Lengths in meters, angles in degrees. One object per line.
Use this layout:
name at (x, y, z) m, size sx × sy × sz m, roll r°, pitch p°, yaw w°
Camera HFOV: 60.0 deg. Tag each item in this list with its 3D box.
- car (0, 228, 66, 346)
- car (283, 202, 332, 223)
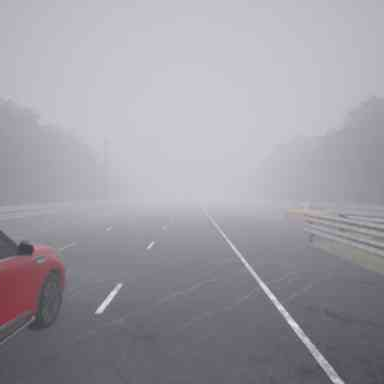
car at (-3.407, 1.237, 3.833) m, size 2.150 × 2.045 × 5.566 m, roll 0°, pitch 0°, yaw 0°
car at (9.374, 1.628, 27.528) m, size 1.801 × 1.575 × 5.366 m, roll 0°, pitch 0°, yaw -11°
